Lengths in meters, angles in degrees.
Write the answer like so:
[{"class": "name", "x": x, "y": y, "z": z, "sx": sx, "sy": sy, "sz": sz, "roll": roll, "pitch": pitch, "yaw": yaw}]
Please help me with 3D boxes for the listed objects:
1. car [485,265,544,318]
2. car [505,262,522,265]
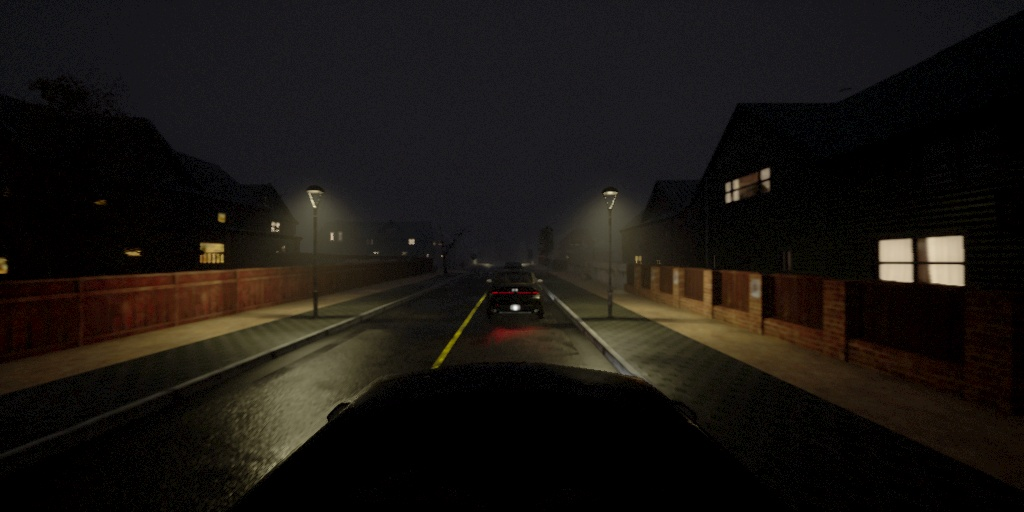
[{"class": "car", "x": 0.098, "y": 1.245, "z": 12.922, "sx": 1.837, "sy": 1.490, "sz": 4.892, "roll": 0, "pitch": 0, "yaw": 0}, {"class": "car", "x": 0.094, "y": 1.242, "z": 29.822, "sx": 1.837, "sy": 1.490, "sz": 4.892, "roll": 0, "pitch": 0, "yaw": 0}]
